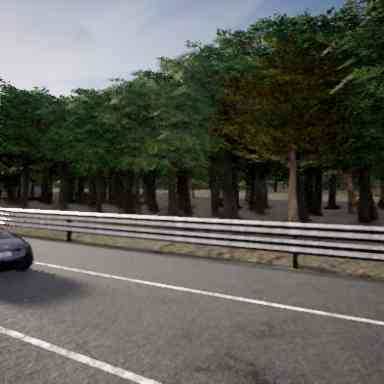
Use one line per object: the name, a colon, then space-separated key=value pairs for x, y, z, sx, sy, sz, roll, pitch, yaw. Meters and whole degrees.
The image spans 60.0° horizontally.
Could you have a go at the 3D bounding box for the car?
car: x=-6.509 y=1.574 z=9.586 sx=4.181 sy=1.385 sz=1.994 roll=0 pitch=0 yaw=31
